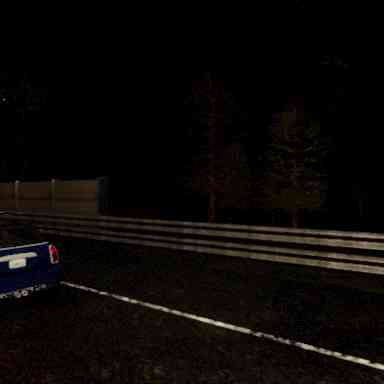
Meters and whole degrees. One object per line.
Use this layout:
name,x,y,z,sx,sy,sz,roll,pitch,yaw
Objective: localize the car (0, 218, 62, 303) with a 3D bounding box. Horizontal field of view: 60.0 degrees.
car,-4.995,1.360,7.444,4.553,1.767,2.097,0,0,35
